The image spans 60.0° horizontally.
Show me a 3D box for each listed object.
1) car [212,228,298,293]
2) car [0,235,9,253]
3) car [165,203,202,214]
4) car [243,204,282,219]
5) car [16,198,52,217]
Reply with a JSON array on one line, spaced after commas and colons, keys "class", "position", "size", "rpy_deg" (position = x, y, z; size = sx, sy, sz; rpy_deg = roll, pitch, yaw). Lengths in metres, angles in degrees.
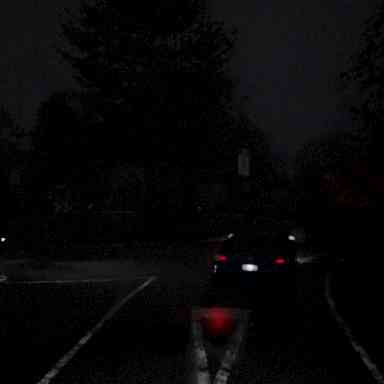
[{"class": "car", "position": [1.915, 1.704, 9.382], "size": [1.994, 1.385, 4.181], "rpy_deg": [-1, -1, 18]}, {"class": "car", "position": [-8.959, 1.767, 11.615], "size": [4.718, 1.301, 1.895], "rpy_deg": [0, -1, 12]}, {"class": "car", "position": [-1.151, 2.253, 43.710], "size": [4.902, 1.511, 2.128], "rpy_deg": [0, -1, 17]}, {"class": "car", "position": [7.707, 2.123, 37.104], "size": [1.882, 1.535, 5.008], "rpy_deg": [1, -2, -32]}, {"class": "car", "position": [-18.797, 1.743, 38.596], "size": [2.150, 2.045, 5.566], "rpy_deg": [-2, 0, 41]}]
